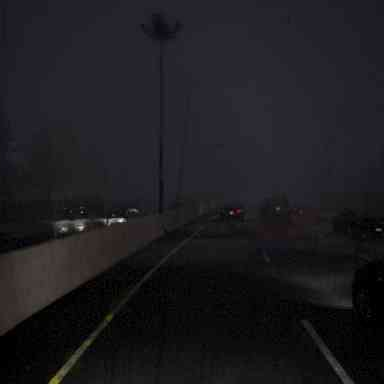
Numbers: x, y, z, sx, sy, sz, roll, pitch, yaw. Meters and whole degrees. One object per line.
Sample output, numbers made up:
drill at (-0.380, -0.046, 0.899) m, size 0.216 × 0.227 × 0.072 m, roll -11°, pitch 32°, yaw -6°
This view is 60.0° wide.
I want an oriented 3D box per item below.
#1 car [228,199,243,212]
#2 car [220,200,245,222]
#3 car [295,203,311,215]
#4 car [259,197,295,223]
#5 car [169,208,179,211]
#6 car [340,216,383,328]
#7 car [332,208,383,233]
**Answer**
car at (5.823, 1.761, 44.314) m, size 1.882 × 1.535 × 5.008 m, roll 0°, pitch 0°, yaw 9°
car at (3.425, 1.683, 28.158) m, size 2.163 × 1.488 × 4.792 m, roll 0°, pitch 0°, yaw 9°
car at (11.861, 1.858, 37.145) m, size 1.895 × 1.301 × 4.718 m, roll 0°, pitch 0°, yaw 9°
car at (6.936, 1.409, 27.923) m, size 2.150 × 2.045 × 5.566 m, roll 0°, pitch 0°, yaw 9°
car at (-1.814, 1.793, 41.650) m, size 2.033 × 1.411 × 5.357 m, roll 0°, pitch 0°, yaw 9°
car at (3.892, 1.389, 4.214) m, size 2.097 × 1.767 × 4.553 m, roll 0°, pitch 0°, yaw 3°
car at (8.981, 1.611, 17.828) m, size 1.882 × 1.535 × 5.008 m, roll 0°, pitch 0°, yaw 8°
